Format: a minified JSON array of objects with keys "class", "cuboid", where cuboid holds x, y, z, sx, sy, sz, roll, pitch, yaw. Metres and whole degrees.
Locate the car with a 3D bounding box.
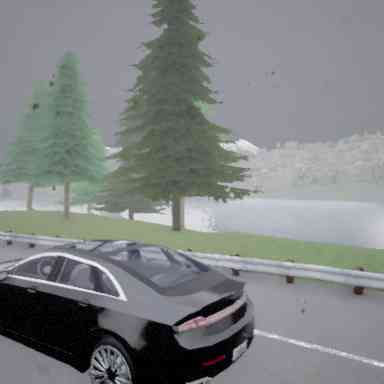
[{"class":"car","cuboid":[-1.497,1.471,4.915,4.902,1.511,2.128,0,0,34]}]
